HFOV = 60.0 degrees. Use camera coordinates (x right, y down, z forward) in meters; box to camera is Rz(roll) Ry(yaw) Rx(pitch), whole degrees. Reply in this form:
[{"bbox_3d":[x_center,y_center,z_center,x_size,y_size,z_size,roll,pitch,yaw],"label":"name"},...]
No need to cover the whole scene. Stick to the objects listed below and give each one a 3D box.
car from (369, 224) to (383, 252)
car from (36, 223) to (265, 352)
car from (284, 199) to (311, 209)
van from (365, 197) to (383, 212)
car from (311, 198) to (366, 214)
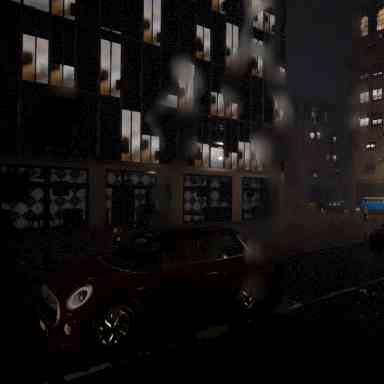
[{"bbox_3d":[8.468,1.567,12.588,4.313,1.339,1.947,0,1,-35],"label":"car"},{"bbox_3d":[-0.607,1.441,6.112,4.097,1.590,1.967,0,1,-35],"label":"car"},{"bbox_3d":[15.762,1.787,48.896,1.752,1.417,4.829,0,-1,-35],"label":"car"},{"bbox_3d":[22.192,1.524,39.643,1.690,1.788,3.998,0,-1,-35],"label":"van"},{"bbox_3d":[15.306,1.620,34.864,2.008,1.369,4.403,0,-1,-35],"label":"car"}]
